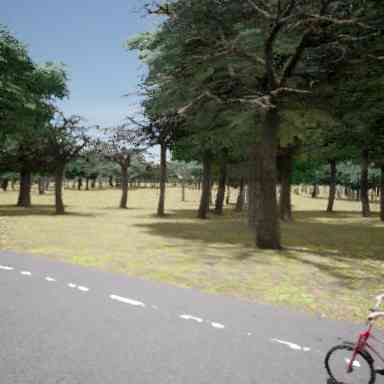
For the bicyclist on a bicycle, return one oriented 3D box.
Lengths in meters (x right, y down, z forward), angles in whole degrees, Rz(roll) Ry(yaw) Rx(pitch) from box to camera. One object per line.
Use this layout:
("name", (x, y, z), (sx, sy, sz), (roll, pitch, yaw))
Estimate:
("bicyclist on a bicycle", (2.165, 1.470, 3.488), (1.509, 1.612, 0.866), (0, -1, 36))
